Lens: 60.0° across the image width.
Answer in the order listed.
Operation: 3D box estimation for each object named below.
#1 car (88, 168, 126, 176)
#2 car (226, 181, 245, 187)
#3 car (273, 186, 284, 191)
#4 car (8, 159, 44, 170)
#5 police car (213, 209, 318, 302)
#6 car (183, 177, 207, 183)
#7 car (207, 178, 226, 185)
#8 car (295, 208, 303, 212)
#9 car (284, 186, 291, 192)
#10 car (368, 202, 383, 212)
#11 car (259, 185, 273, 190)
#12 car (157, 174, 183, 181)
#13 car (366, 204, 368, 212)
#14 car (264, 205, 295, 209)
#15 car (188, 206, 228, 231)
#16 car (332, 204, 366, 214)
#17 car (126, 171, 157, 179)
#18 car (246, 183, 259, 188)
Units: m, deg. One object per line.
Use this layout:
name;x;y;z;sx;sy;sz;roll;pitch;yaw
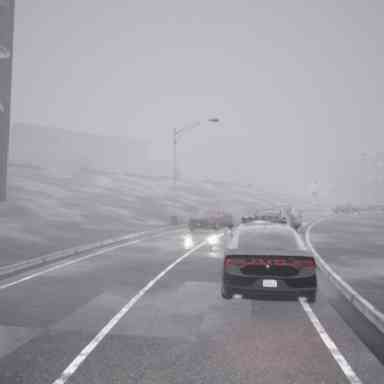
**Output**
car;-12.971;-2.721;49.425;4.892;1.521;2.231;3;-5;-39
car;7.901;-1.392;67.824;4.792;1.488;2.163;4;-6;-44
car;19.346;-0.660;79.792;2.185;1.767;4.553;-4;-6;42
car;-21.474;-3.272;42.559;4.553;1.767;2.185;3;-5;-39
police car;1.839;1.450;8.516;1.930;1.638;5.238;-1;0;10
car;-0.286;-1.977;60.128;5.008;1.535;2.097;4;-5;-41
car;3.779;-1.833;63.868;4.553;1.767;2.185;4;-6;-42
car;6.402;1.676;22.942;1.837;1.490;4.892;-2;-1;25
car;23.055;-0.440;83.998;2.435;2.045;5.566;-4;-6;41
car;28.558;2.264;49.318;4.674;1.442;1.812;1;-4;-38
car;15.545;-0.855;75.633;2.231;1.521;4.892;-4;-6;44
car;-4.448;-2.201;56.465;4.674;1.452;2.002;3;-5;-40
car;27.895;2.545;53.317;4.181;1.385;1.994;2;-4;-38
car;4.229;1.609;17.642;1.837;1.490;4.892;-1;-1;19
car;1.351;1.733;22.350;1.882;1.535;5.008;-2;-2;23
car;19.700;2.139;42.053;4.718;1.301;1.895;1;-4;-40
car;-8.687;-2.493;52.898;4.892;1.521;2.231;3;-5;-39
car;11.799;-1.100;71.721;2.002;1.452;4.674;-4;-6;45
